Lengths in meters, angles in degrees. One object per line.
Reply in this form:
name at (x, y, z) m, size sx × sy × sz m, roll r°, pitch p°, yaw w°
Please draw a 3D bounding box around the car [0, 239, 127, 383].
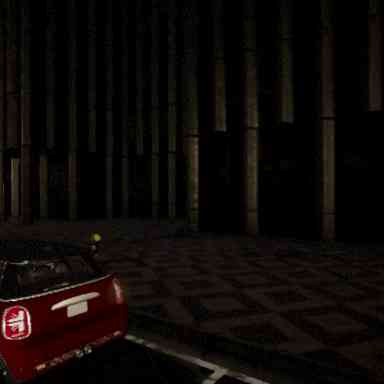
car at (-2.984, 1.468, 5.207) m, size 4.097 × 1.590 × 1.967 m, roll 0°, pitch 0°, yaw 35°
